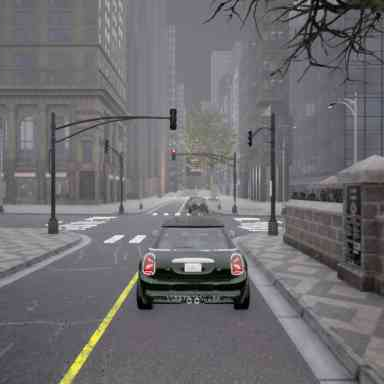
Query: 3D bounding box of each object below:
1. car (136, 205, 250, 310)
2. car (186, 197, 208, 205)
[{"bbox_3d":[0.034,1.352,7.997,2.097,1.767,4.553,0,0,0],"label":"car"},{"bbox_3d":[0.501,1.304,36.044,2.097,1.767,4.553,0,0,-5],"label":"car"}]
